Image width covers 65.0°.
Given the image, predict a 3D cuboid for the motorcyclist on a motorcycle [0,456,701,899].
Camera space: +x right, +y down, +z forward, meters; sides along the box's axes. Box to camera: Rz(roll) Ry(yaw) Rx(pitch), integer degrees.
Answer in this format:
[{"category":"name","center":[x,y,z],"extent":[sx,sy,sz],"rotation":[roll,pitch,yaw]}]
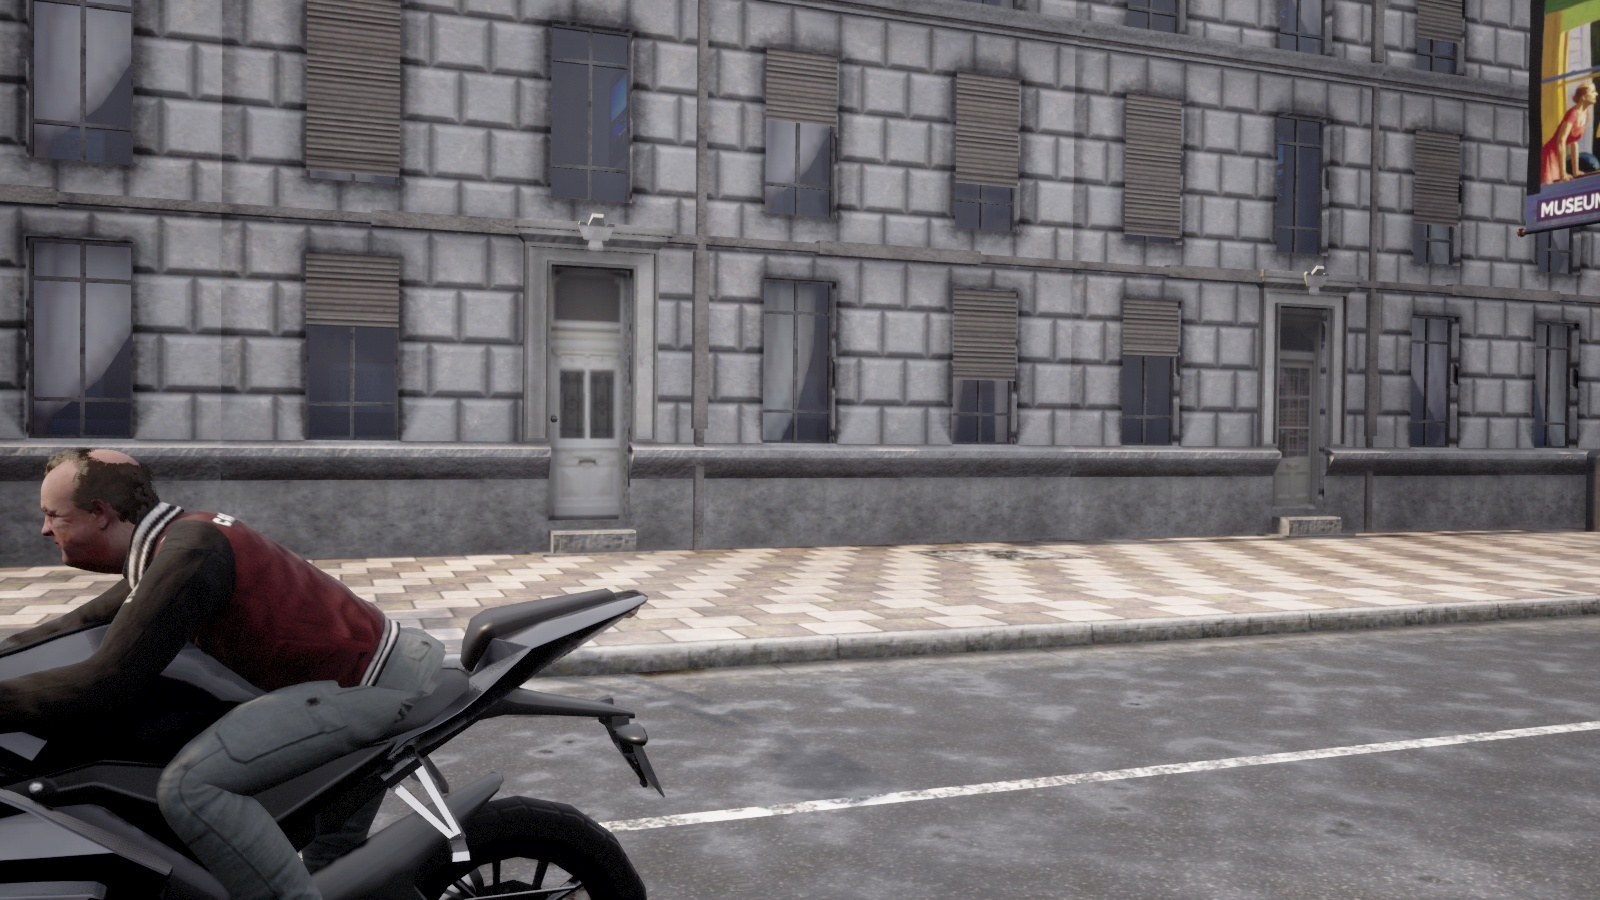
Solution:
[{"category":"motorcyclist on a motorcycle","center":[-1.392,0.804,2.711],"extent":[2.191,1.530,0.866],"rotation":[-1,1,-21]}]
